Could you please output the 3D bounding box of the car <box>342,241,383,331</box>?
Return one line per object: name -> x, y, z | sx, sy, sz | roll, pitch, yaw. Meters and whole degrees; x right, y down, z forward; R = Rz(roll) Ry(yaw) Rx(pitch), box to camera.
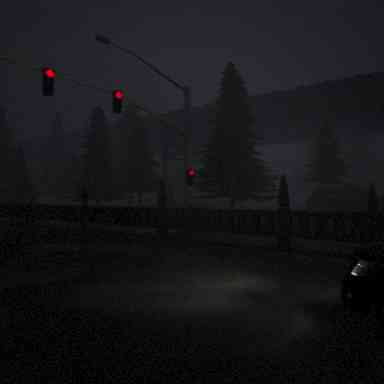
car -> 5.160, 1.208, 4.609 | 5.566, 2.045, 2.150 | -1, 0, 36
